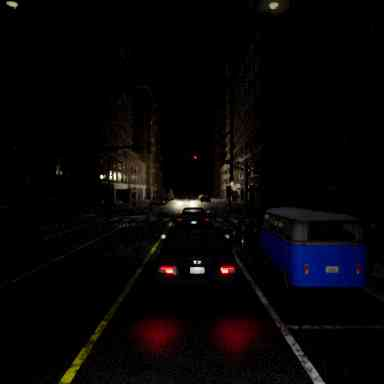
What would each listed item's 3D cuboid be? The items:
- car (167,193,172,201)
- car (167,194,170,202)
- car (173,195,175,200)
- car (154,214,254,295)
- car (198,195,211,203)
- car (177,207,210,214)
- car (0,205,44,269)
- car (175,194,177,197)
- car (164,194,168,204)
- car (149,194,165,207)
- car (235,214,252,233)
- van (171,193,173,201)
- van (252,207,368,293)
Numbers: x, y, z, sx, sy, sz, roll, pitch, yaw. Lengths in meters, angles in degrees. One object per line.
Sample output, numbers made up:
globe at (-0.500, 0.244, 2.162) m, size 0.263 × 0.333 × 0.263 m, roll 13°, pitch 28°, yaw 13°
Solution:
car at (-5.709, 1.506, 68.608) m, size 1.887 × 1.381 × 4.507 m, roll 0°, pitch 0°, yaw 0°
car at (-5.706, 1.506, 63.157) m, size 1.887 × 1.381 × 4.507 m, roll 0°, pitch 0°, yaw 0°
car at (-5.715, 1.513, 79.510) m, size 2.008 × 1.369 × 4.403 m, roll 0°, pitch 0°, yaw 0°
car at (0.096, 1.545, 8.881) m, size 2.033 × 1.411 × 5.357 m, roll 0°, pitch 0°, yaw 0°
car at (2.816, 1.401, 68.649) m, size 1.967 × 1.590 × 4.097 m, roll 0°, pitch 0°, yaw 0°
car at (0.090, 1.556, 19.200) m, size 1.994 × 1.385 × 4.181 m, roll 0°, pitch 0°, yaw 0°
car at (-5.674, 1.313, 8.567) m, size 2.192 × 1.841 × 5.009 m, roll 0°, pitch 0°, yaw 0°
car at (-5.719, 1.278, 84.960) m, size 2.192 × 1.841 × 5.009 m, roll 0°, pitch 0°, yaw 0°
car at (-5.702, 1.514, 57.706) m, size 2.008 × 1.369 × 4.403 m, roll 0°, pitch 0°, yaw 0°
car at (-5.699, 1.491, 52.086) m, size 1.752 × 1.417 × 4.829 m, roll 0°, pitch 0°, yaw 0°
car at (2.848, 1.561, 14.272) m, size 1.947 × 1.339 × 4.313 m, roll 0°, pitch 0°, yaw 0°
van at (-5.712, 1.302, 74.059) m, size 1.690 × 1.788 × 3.998 m, roll 0°, pitch 0°, yaw 0°
van at (2.850, 1.339, 8.612) m, size 1.690 × 1.788 × 3.998 m, roll 0°, pitch 0°, yaw 0°
